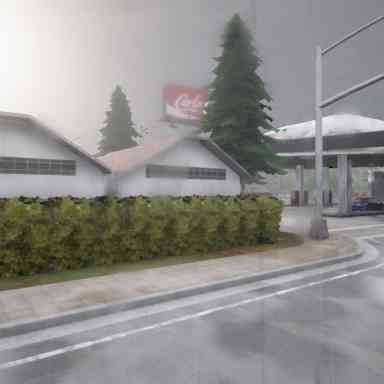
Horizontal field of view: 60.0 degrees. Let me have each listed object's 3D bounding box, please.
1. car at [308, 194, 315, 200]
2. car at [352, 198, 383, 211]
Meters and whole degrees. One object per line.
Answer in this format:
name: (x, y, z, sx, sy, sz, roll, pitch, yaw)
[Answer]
car: (31.813, 1.371, 88.871, 2.152, 1.636, 5.027, 0, 0, -36)
car: (20.808, 1.501, 39.363, 4.611, 1.667, 2.242, 0, 0, -36)
